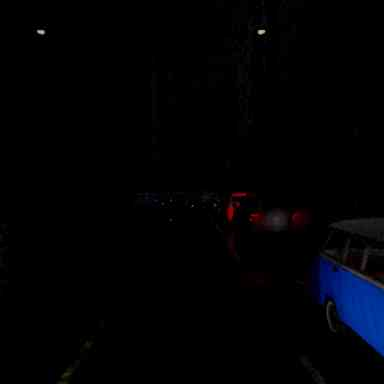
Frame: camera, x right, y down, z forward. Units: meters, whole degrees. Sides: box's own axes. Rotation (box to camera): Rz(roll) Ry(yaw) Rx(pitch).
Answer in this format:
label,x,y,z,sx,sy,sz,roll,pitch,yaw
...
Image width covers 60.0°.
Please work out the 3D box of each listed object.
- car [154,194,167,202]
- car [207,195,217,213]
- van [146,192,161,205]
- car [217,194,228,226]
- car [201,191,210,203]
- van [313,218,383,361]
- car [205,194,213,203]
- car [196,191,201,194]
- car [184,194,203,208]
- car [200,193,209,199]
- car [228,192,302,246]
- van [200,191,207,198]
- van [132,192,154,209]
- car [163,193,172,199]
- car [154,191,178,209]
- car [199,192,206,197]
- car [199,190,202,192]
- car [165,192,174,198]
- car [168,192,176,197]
label,x,y,z,sx,sy,sz,roll,pitch,yaw
car,-5.673,1.041,60.424,1.947,1.339,4.313,0,0,0
car,2.852,1.272,32.188,2.008,1.369,4.403,0,1,0
van,-5.674,0.914,49.125,1.690,1.788,3.998,0,1,0
car,3.106,1.033,21.780,2.150,2.045,5.566,0,0,0
car,2.852,0.964,54.780,1.967,1.590,4.097,0,0,0
van,2.851,1.307,3.943,1.690,1.788,3.998,0,0,0
car,2.852,1.222,37.836,2.008,1.369,4.403,0,1,0
car,0.036,1.062,51.008,1.837,1.490,4.892,0,1,0
car,0.070,1.255,39.771,1.895,1.301,4.718,0,0,0
car,2.852,0.875,77.374,1.887,1.381,4.507,0,0,0
car,3.106,1.101,14.780,2.150,2.045,5.566,0,0,0
van,2.851,0.623,83.021,1.690,1.788,3.998,0,0,0
van,-5.674,1.012,37.828,1.690,1.788,3.998,0,1,0
car,-5.673,0.896,77.370,1.947,1.339,4.313,0,0,0
car,-3.095,0.890,38.445,2.150,2.045,5.566,0,0,0
car,2.852,0.731,94.319,1.887,1.381,4.507,0,0,0
car,2.851,0.867,66.077,1.967,1.590,4.097,0,0,0
car,-5.673,0.827,83.018,1.887,1.381,4.507,0,0,0
car,-5.673,0.737,94.315,2.008,1.369,4.403,0,0,0
